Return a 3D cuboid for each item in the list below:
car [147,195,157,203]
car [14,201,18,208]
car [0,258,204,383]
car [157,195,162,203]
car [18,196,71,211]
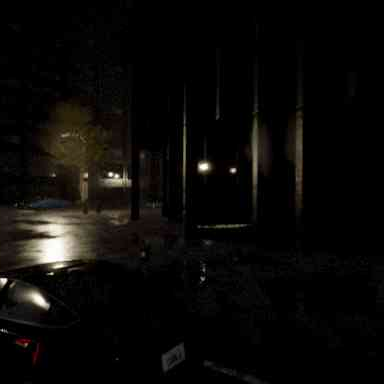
[{"bbox_3d":[-6.092,1.282,60.815,1.837,1.490,4.892,1,0,36],"label":"car"},{"bbox_3d":[-19.652,1.326,41.701,1.837,1.490,4.892,1,1,35],"label":"car"},{"bbox_3d":[-1.864,1.556,4.275,4.313,1.339,1.947,0,0,35],"label":"car"},{"bbox_3d":[-3.656,1.364,58.635,1.994,1.385,4.181,1,0,36],"label":"car"},{"bbox_3d":[-17.165,1.393,39.592,2.033,1.411,5.357,1,0,35],"label":"car"}]
